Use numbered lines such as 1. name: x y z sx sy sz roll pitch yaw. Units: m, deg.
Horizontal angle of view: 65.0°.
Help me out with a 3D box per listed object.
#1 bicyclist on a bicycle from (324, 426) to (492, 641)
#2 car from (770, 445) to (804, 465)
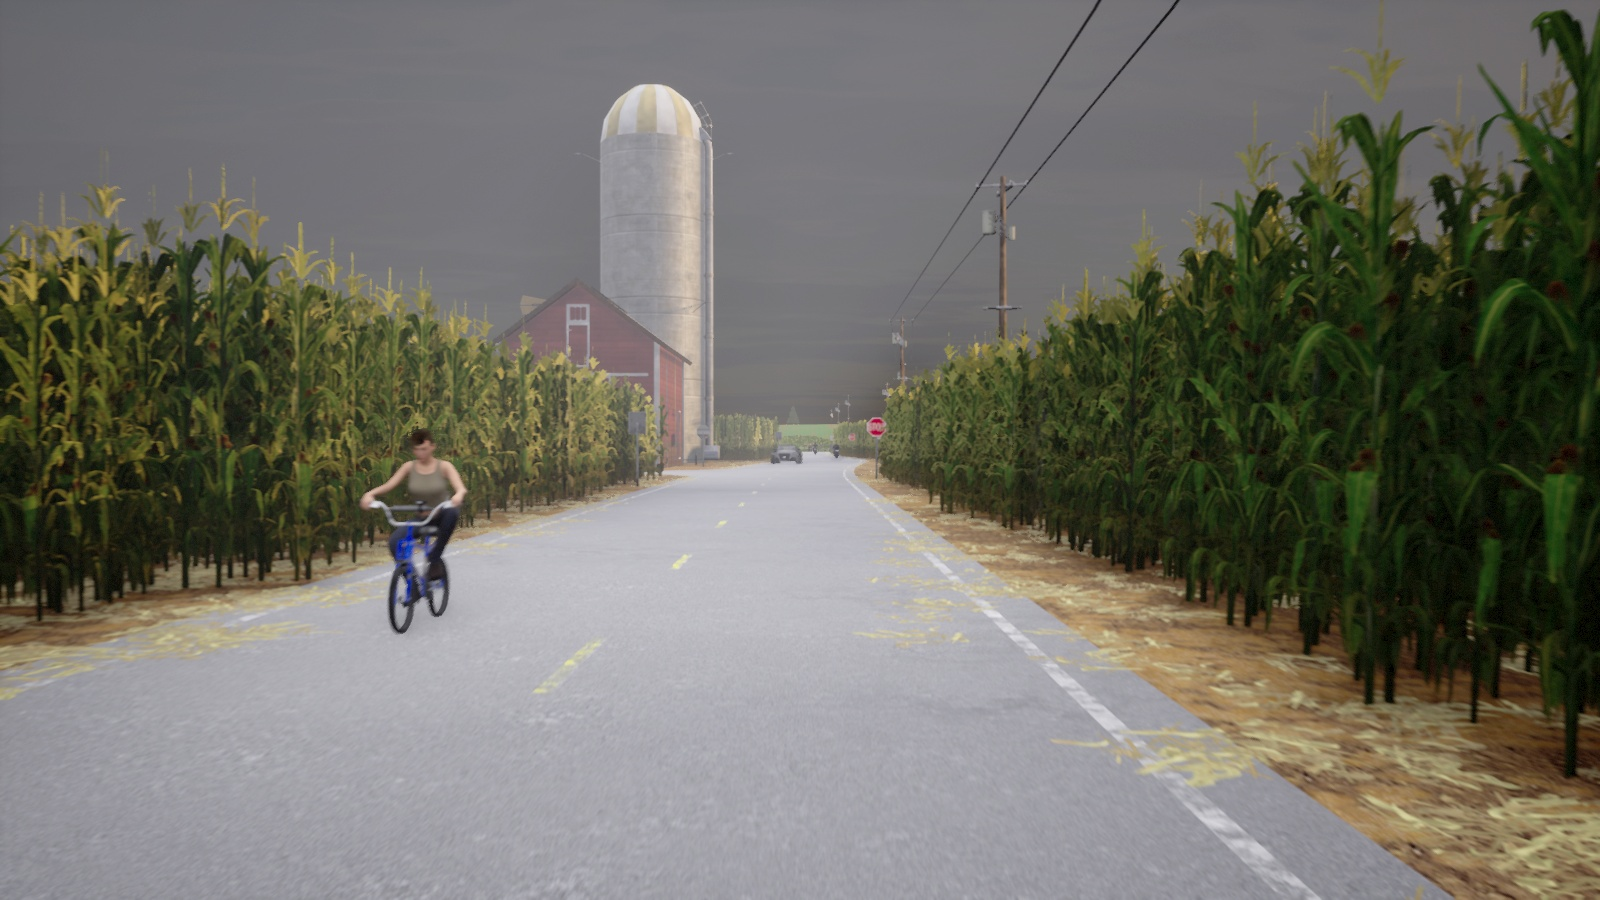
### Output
1. bicyclist on a bicycle: -3.121 0.623 10.160 0.866 1.612 1.509 0 0 1
2. car: -0.921 0.307 89.160 1.994 1.385 4.181 0 0 5
